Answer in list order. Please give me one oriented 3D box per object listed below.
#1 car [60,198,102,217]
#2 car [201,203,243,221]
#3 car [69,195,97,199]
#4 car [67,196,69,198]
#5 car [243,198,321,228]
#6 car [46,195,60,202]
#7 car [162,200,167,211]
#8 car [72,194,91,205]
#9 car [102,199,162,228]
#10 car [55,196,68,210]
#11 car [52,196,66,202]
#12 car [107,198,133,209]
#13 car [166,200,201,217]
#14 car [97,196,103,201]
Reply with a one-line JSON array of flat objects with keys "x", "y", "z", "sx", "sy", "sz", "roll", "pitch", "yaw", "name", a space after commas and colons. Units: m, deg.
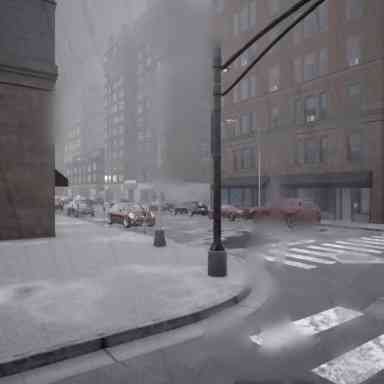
[{"x": -10.368, "y": 1.530, "z": 30.857, "sx": 2.008, "sy": 1.369, "sz": 4.403, "roll": 0, "pitch": 0, "yaw": -35, "name": "car"}, {"x": 2.947, "y": 1.571, "z": 26.738, "sx": 1.802, "sy": 1.307, "sz": 4.206, "roll": 0, "pitch": 0, "yaw": -35, "name": "car"}, {"x": -16.156, "y": 1.436, "z": 49.117, "sx": 1.882, "sy": 1.535, "sz": 5.008, "roll": 0, "pitch": 0, "yaw": -35, "name": "car"}, {"x": -21.523, "y": 1.473, "z": 56.760, "sx": 1.812, "sy": 1.442, "sz": 4.674, "roll": 0, "pitch": 0, "yaw": -35, "name": "car"}, {"x": 6.122, "y": 1.309, "z": 22.218, "sx": 2.192, "sy": 1.841, "sz": 5.009, "roll": 0, "pitch": 0, "yaw": -35, "name": "car"}, {"x": -31.985, "y": 1.471, "z": 76.453, "sx": 2.008, "sy": 1.369, "sz": 4.403, "roll": 0, "pitch": 0, "yaw": -35, "name": "car"}, {"x": -3.405, "y": 1.529, "z": 35.778, "sx": 2.008, "sy": 1.369, "sz": 4.403, "roll": 0, "pitch": 0, "yaw": -35, "name": "car"}, {"x": -19.891, "y": 1.298, "z": 59.684, "sx": 2.097, "sy": 1.767, "sz": 4.553, "roll": 0, "pitch": 0, "yaw": -35, "name": "car"}, {"x": -4.015, "y": 1.430, "z": 21.815, "sx": 1.967, "sy": 1.590, "sz": 4.097, "roll": 0, "pitch": 0, "yaw": -35, "name": "car"}, {"x": -16.721, "y": 1.512, "z": 39.899, "sx": 1.887, "sy": 1.381, "sz": 4.507, "roll": 0, "pitch": 0, "yaw": -35, "name": "car"}, {"x": -28.809, "y": 1.478, "z": 71.933, "sx": 2.008, "sy": 1.369, "sz": 4.403, "roll": 0, "pitch": 0, "yaw": -35, "name": "car"}, {"x": -9.756, "y": 1.532, "z": 44.816, "sx": 1.947, "sy": 1.339, "sz": 4.313, "roll": 0, "pitch": 0, "yaw": -35, "name": "car"}, {"x": -0.229, "y": 1.550, "z": 31.257, "sx": 1.947, "sy": 1.339, "sz": 4.313, "roll": 0, "pitch": 0, "yaw": -35, "name": "car"}, {"x": -15.857, "y": 1.457, "z": 53.999, "sx": 1.837, "sy": 1.490, "sz": 4.892, "roll": 0, "pitch": 0, "yaw": -35, "name": "car"}]
